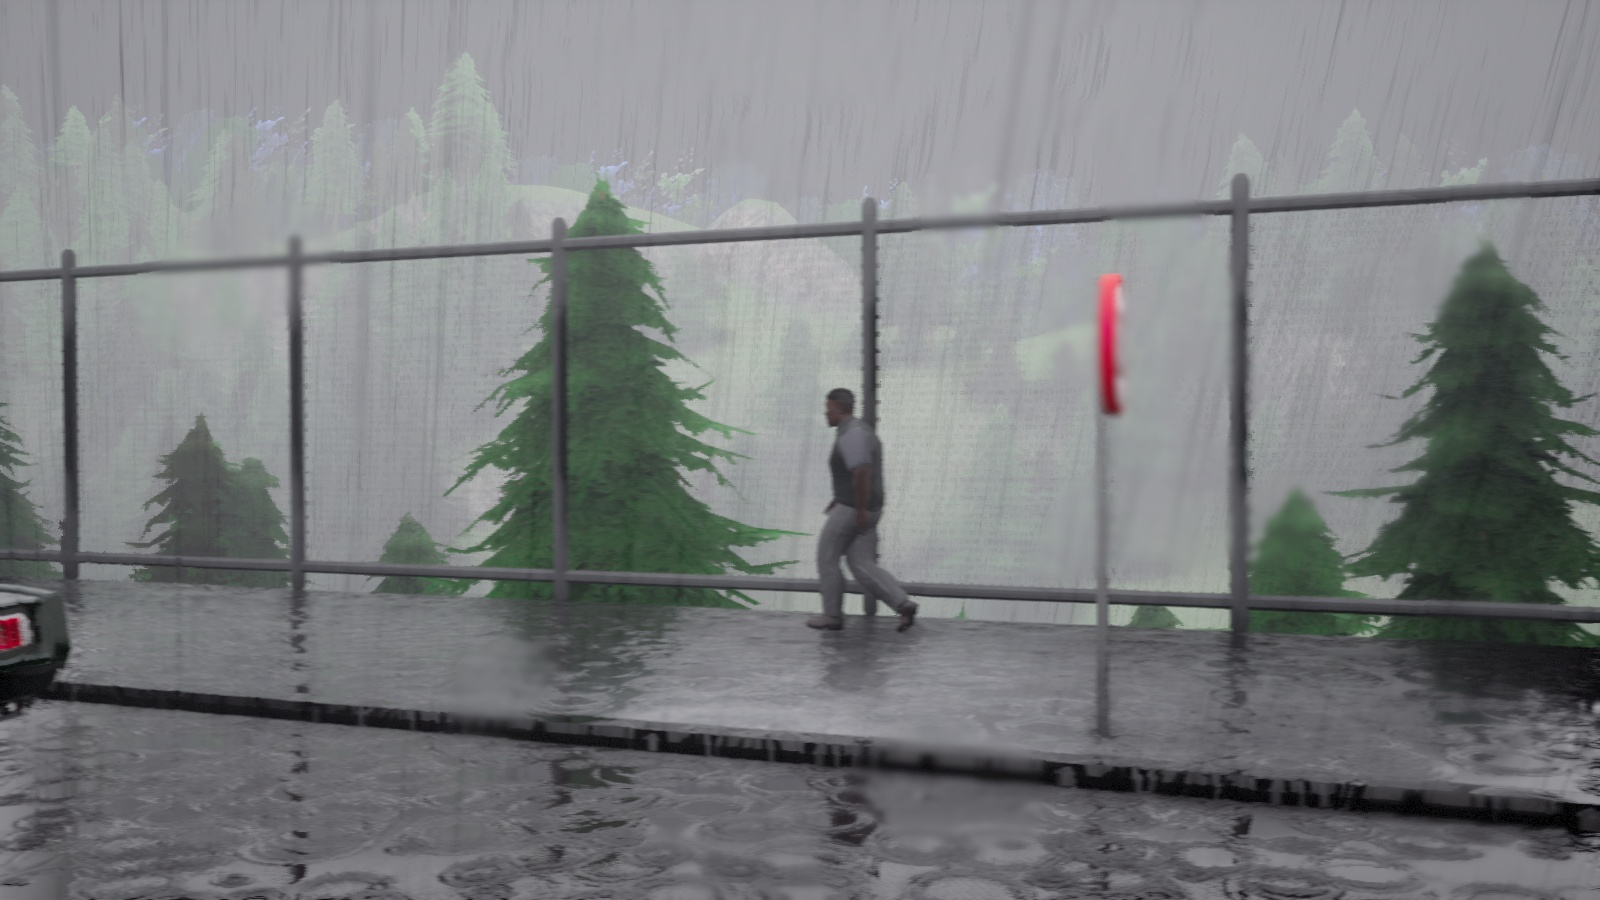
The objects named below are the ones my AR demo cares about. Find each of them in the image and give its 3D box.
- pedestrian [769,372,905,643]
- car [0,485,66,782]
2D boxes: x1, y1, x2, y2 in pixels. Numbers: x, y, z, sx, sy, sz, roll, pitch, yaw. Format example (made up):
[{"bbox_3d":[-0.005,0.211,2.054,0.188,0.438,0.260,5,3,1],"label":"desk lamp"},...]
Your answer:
[{"bbox_3d":[0.275,0.392,9.110,0.849,1.883,0.563,1,1,19],"label":"pedestrian"},{"bbox_3d":[-5.977,0.813,5.733,4.718,1.301,1.895,1,1,19],"label":"car"}]
